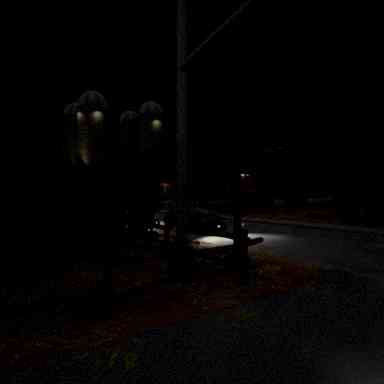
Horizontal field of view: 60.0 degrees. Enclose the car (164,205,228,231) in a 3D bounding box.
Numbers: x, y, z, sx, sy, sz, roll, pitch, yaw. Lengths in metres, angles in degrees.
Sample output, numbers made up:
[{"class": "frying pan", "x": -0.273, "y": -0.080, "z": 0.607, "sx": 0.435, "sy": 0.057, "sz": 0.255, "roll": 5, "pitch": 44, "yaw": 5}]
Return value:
[{"class": "car", "x": 0.056, "y": 1.526, "z": 19.382, "sx": 1.812, "sy": 1.442, "sz": 4.674, "roll": 0, "pitch": 0, "yaw": -36}]
